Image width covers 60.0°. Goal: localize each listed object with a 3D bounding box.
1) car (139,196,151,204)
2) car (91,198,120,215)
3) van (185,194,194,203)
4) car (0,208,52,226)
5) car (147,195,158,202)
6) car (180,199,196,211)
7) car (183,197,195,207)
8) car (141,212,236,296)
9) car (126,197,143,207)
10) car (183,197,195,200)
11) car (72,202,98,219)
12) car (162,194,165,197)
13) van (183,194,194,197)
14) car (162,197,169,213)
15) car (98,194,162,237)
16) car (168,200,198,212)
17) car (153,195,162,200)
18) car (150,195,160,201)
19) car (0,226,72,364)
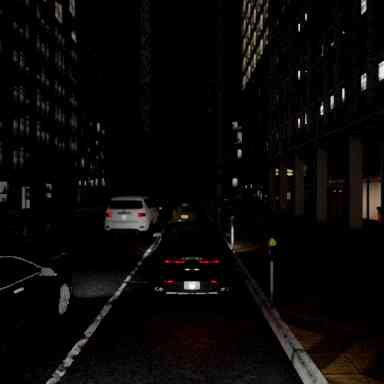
[{"bbox_3d":[-8.837,1.518,62.901,1.802,1.307,4.206,0,0,0],"label":"car"},{"bbox_3d":[-8.838,1.422,34.411,1.967,1.590,4.097,0,0,0],"label":"car"},{"bbox_3d":[-0.456,1.266,68.597,1.690,1.788,3.998,0,0,0],"label":"van"},{"bbox_3d":[-8.838,1.546,17.314,2.008,1.369,4.403,0,0,0],"label":"car"},{"bbox_3d":[-8.837,1.458,74.298,1.887,1.381,4.507,0,0,0],"label":"car"},{"bbox_3d":[-0.456,1.557,40.107,1.802,1.307,4.206,0,0,0],"label":"car"},{"bbox_3d":[-0.456,1.502,51.503,1.887,1.381,4.507,0,0,0],"label":"car"},{"bbox_3d":[0.000,1.502,8.650,1.837,1.490,4.892,0,0,0],"label":"car"},{"bbox_3d":[-8.837,1.523,51.504,1.947,1.339,4.313,0,0,0],"label":"car"},{"bbox_3d":[-0.457,1.533,34.409,2.008,1.369,4.403,0,0,0],"label":"car"},{"bbox_3d":[-8.838,1.513,28.540,1.752,1.417,4.829,0,0,0],"label":"car"},{"bbox_3d":[-6.191,1.426,63.799,2.128,1.511,4.902,0,0,1],"label":"car"},{"bbox_3d":[-0.457,1.307,45.805,1.690,1.788,3.998,0,0,0],"label":"van"},{"bbox_3d":[-3.098,1.547,34.492,1.994,1.385,4.181,0,0,1],"label":"car"},{"bbox_3d":[-3.116,1.218,18.105,2.150,2.045,5.566,0,0,1],"label":"car"},{"bbox_3d":[-0.457,1.518,23.180,1.752,1.417,4.829,0,0,0],"label":"car"},{"bbox_3d":[-8.836,1.438,85.694,2.008,1.369,4.403,0,0,0],"label":"car"},{"bbox_3d":[-8.836,1.483,79.997,1.802,1.307,4.206,0,0,0],"label":"car"},{"bbox_3d":[-3.145,1.505,4.326,1.837,1.490,4.892,0,0,0],"label":"car"}]
